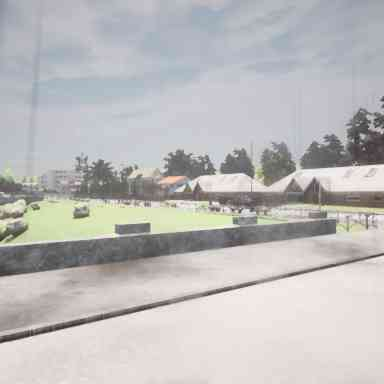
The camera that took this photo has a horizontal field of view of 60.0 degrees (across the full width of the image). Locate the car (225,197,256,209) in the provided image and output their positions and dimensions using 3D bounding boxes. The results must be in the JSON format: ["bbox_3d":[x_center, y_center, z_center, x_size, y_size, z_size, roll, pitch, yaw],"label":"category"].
[{"bbox_3d":[6.628,1.505,45.598,1.837,1.490,4.892,0,0,-35],"label":"car"}]
